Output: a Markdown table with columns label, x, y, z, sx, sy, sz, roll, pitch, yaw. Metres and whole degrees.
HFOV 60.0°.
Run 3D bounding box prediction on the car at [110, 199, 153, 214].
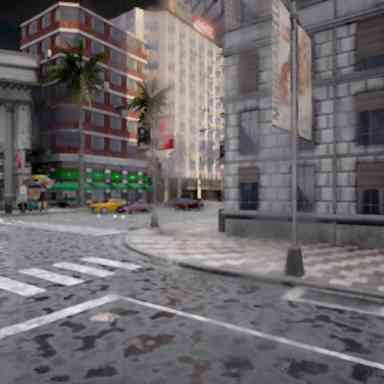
| label | x | y | z | sx | sy | sz | roll | pitch | yaw |
| --- | --- | --- | --- | --- | --- | --- | --- | --- | --- |
| car | -6.128 | 1.589 | 35.411 | 1.994 | 1.385 | 4.181 | 0 | 0 | 36 |

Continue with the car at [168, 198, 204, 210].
| label | x | y | z | sx | sy | sz | roll | pitch | yaw |
| --- | --- | --- | --- | --- | --- | --- | --- | --- | --- |
| car | -0.473 | 1.626 | 43.067 | 1.895 | 1.301 | 4.718 | 0 | 0 | 37 |

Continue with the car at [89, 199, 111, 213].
| label | x | y | z | sx | sy | sz | roll | pitch | yaw |
| --- | --- | --- | --- | --- | --- | --- | --- | --- | --- |
| car | -9.150 | 1.506 | 37.213 | 1.882 | 1.535 | 5.008 | 0 | 0 | 36 |

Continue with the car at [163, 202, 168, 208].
| label | x | y | z | sx | sy | sz | roll | pitch | yaw |
| --- | --- | --- | --- | --- | --- | --- | --- | --- | --- |
| car | -1.684 | 1.576 | 47.345 | 2.033 | 1.411 | 5.357 | 0 | 0 | 38 |
